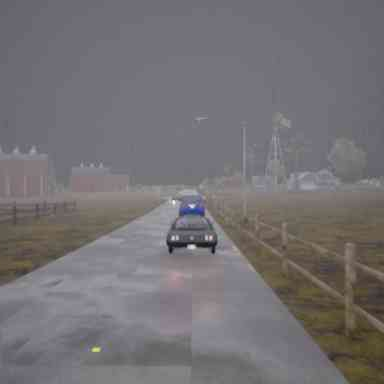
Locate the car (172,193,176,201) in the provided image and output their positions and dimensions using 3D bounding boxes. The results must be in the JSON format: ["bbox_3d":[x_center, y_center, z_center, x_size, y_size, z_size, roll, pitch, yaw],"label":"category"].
[{"bbox_3d":[-2.753,0.979,64.356,1.994,1.385,4.181,0,1,0],"label":"car"}]

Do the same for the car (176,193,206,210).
[{"bbox_3d":[0.001,1.265,28.977,2.150,2.045,5.566,0,1,0],"label":"car"}]

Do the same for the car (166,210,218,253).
[{"bbox_3d":[0.002,1.676,14.087,1.895,1.301,4.718,0,0,0],"label":"car"}]
